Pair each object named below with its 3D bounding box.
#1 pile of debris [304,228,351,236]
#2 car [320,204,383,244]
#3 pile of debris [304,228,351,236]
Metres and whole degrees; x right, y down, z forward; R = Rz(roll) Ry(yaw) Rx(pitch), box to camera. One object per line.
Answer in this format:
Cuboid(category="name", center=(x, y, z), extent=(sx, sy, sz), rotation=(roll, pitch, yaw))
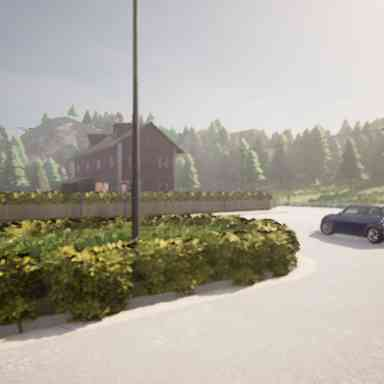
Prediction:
Cuboid(category="pile of debris", center=(7.410, 2.157, 18.221), extent=(1.500, 0.140, 1.860), rotation=(0, 0, -35))
Cuboid(category="car", center=(8.278, 1.334, 16.018), extent=(2.097, 1.767, 4.553), rotation=(0, 0, -15))
Cuboid(category="pile of debris", center=(7.410, 2.157, 18.221), extent=(1.500, 0.140, 1.860), rotation=(0, 0, -35))
